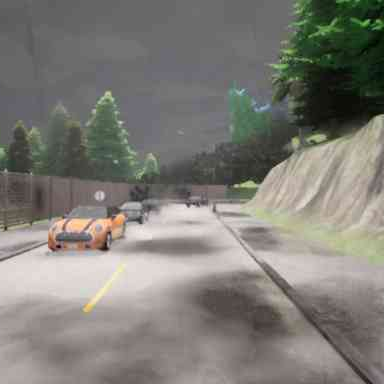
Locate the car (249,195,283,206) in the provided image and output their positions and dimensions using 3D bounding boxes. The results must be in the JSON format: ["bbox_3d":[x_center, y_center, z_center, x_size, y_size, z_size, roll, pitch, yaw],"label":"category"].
[{"bbox_3d":[10.662,1.246,47.992,4.902,1.511,2.128,0,0,0],"label":"car"}]

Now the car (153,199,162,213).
[{"bbox_3d":[-4.152,1.428,33.808,1.895,1.301,4.718,0,0,0],"label":"car"}]

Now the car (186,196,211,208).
[{"bbox_3d":[0.858,1.279,44.501,1.837,1.490,4.892,0,0,26],"label":"car"}]

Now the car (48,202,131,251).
[{"bbox_3d":[-4.086,1.282,13.672,2.097,1.767,4.553,0,0,0],"label":"car"}]

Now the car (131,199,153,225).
[{"bbox_3d":[-4.077,1.408,23.014,1.812,1.442,4.674,0,0,0],"label":"car"}]
